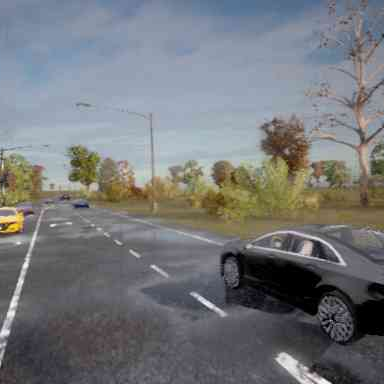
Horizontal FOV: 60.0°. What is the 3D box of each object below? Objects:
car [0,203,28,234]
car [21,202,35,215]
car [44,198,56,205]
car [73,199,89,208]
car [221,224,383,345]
[{"bbox_3d":[-11.434,1.694,20.365,1.882,1.535,5.008,-2,1,-23],"label":"car"},{"bbox_3d":[-19.000,1.866,38.026,2.033,1.411,5.357,-2,1,-24],"label":"car"},{"bbox_3d":[-29.800,1.925,69.719,1.994,1.385,4.181,-2,1,-17],"label":"car"},{"bbox_3d":[-17.047,1.696,50.965,1.994,1.385,4.181,-2,1,-23],"label":"car"},{"bbox_3d":[2.268,1.358,6.308,2.128,1.511,4.902,-2,1,-23],"label":"car"}]
